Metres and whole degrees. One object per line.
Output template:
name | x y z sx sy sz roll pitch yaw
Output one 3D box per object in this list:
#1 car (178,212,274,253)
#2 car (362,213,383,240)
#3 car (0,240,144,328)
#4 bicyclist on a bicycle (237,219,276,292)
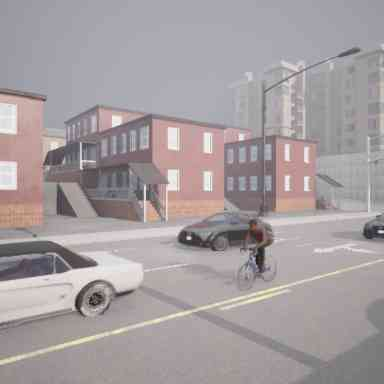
car | 1.478 1.564 13.866 4.181 1.385 1.994 0 0 -37
car | 9.919 1.562 15.792 4.181 1.385 1.994 0 0 -36
car | -3.337 1.601 5.839 4.718 1.301 1.895 0 0 -38
bicyclist on a bicycle | 1.555 1.453 7.858 0.582 1.620 1.656 0 2 44
